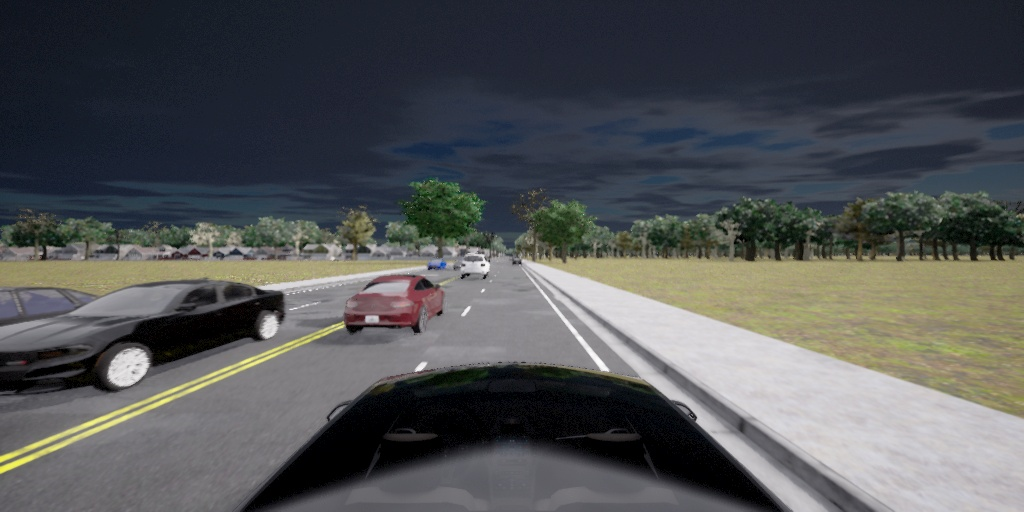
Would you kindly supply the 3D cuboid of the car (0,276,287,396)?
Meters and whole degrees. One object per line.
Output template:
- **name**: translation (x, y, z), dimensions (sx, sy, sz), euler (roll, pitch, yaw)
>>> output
- **car**: translation (-6.602, 1.213, 6.927), dimensions (1.882, 1.535, 5.008), euler (0, 0, 0)

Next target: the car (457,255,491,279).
- **car**: translation (-3.150, 0.890, 31.610), dimensions (2.150, 2.045, 5.566), euler (0, 0, 0)

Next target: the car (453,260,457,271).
- **car**: translation (-6.585, 1.134, 47.397), dimensions (2.128, 1.511, 4.902), euler (0, 0, 0)

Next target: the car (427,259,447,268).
- **car**: translation (-9.835, 1.121, 47.177), dimensions (1.882, 1.535, 5.008), euler (0, 0, 0)

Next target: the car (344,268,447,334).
- **car**: translation (-3.152, 1.251, 10.380), dimensions (1.812, 1.442, 4.674), euler (0, 0, 0)

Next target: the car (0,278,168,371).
- **car**: translation (-9.854, 1.283, 6.518), dimensions (2.033, 1.411, 5.357), euler (0, 0, 0)
